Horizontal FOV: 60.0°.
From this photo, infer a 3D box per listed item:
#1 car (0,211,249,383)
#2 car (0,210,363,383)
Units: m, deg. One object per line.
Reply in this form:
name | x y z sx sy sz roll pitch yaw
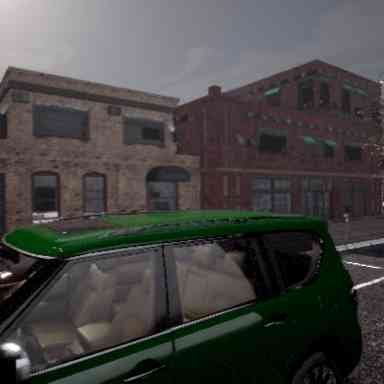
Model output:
car | -1.655 1.343 5.376 5.009 1.841 2.192 0 -1 -36
car | -0.782 1.236 2.804 5.566 2.045 2.150 0 0 -36
